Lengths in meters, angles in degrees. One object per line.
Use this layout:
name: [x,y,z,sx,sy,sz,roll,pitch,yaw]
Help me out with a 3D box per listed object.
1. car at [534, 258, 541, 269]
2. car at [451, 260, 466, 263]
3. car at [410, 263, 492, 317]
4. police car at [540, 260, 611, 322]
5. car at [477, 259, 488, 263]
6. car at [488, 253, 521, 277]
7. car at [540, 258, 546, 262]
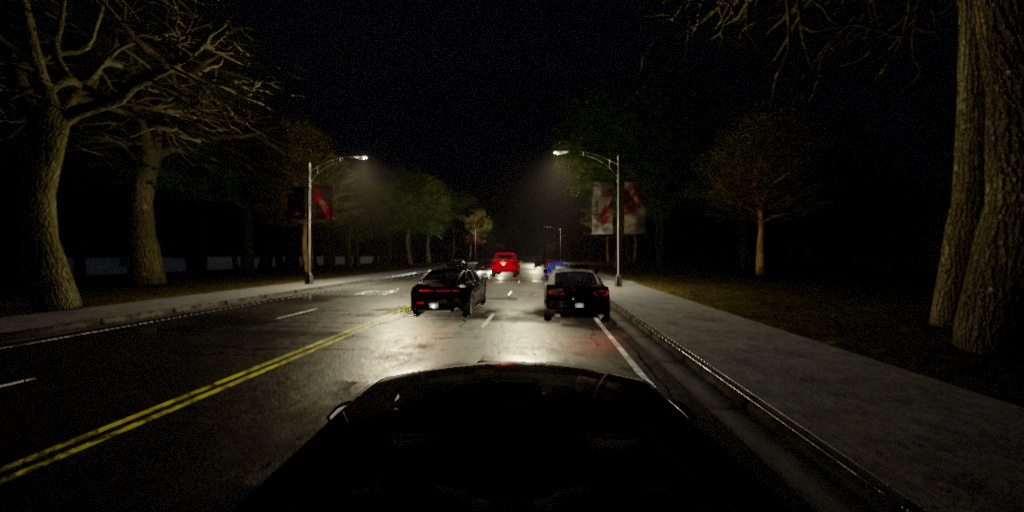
car: [4.072,0.961,49.307,1.812,1.442,4.674,0,0,5]
car: [-6.446,1.074,41.516,1.895,1.301,4.718,0,0,5]
car: [-2.069,1.166,12.806,1.837,1.490,4.892,0,0,5]
police car: [2.017,1.092,12.139,1.930,1.638,5.238,0,0,5]
car: [-3.102,1.032,42.575,1.994,1.385,4.181,0,0,5]
car: [-0.481,0.754,32.018,2.150,2.045,5.566,0,0,5]
car: [3.332,1.084,27.995,1.812,1.442,4.674,0,0,5]
